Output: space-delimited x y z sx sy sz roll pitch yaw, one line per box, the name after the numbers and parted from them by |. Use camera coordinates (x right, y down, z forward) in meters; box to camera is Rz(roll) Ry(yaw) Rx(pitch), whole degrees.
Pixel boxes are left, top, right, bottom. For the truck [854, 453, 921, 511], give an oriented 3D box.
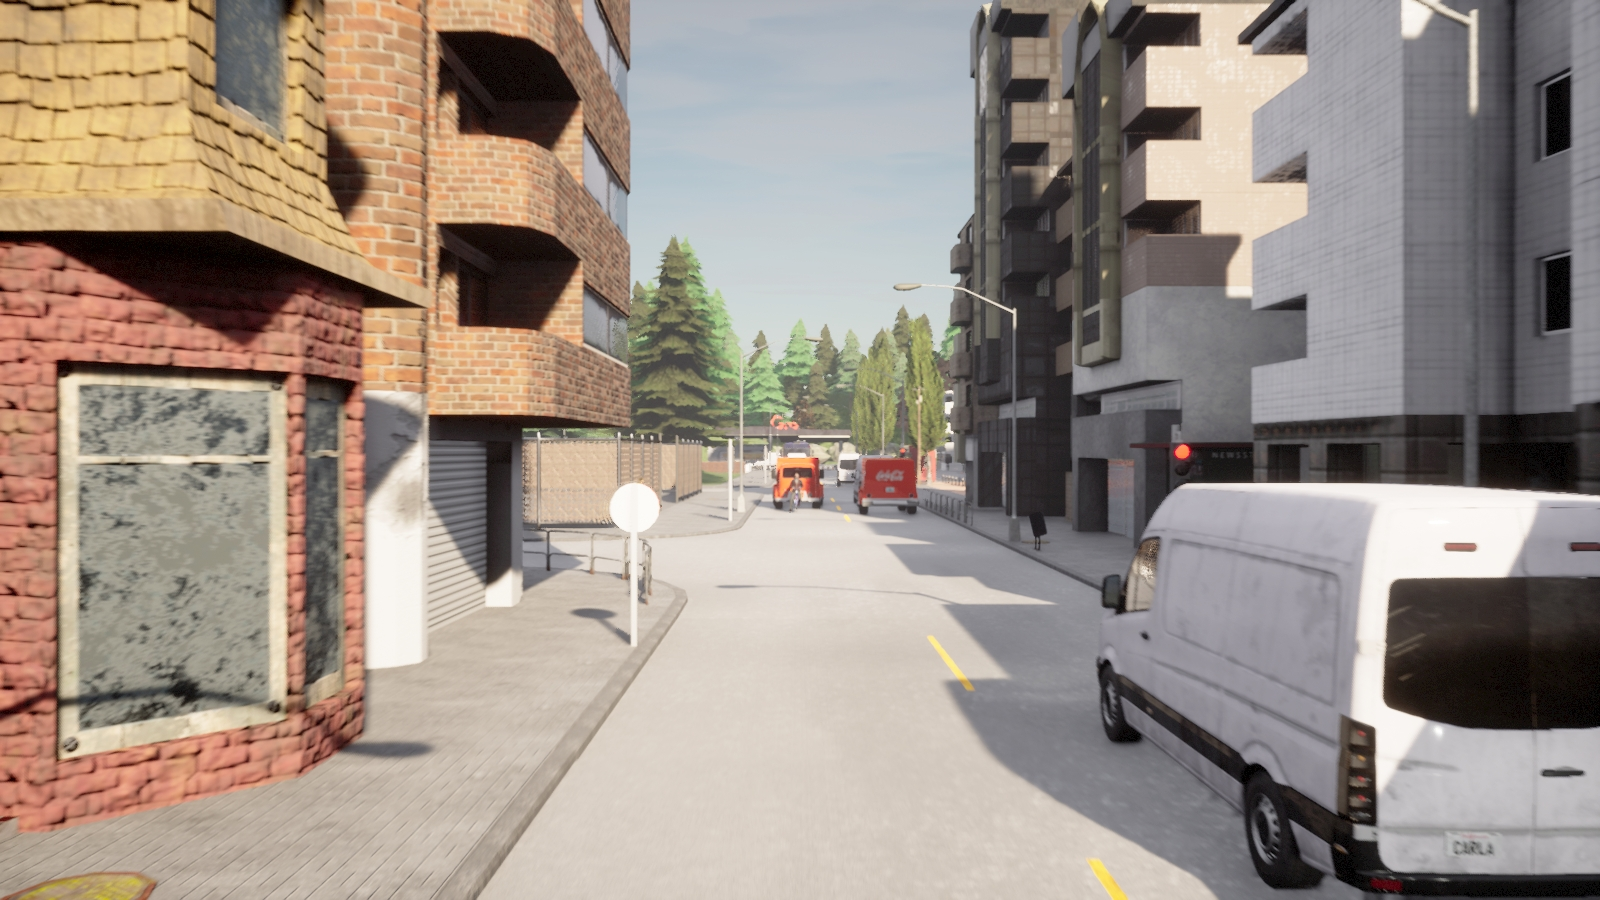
3.858 1.367 51.494 2.627 2.467 5.204 0 0 0 | truck

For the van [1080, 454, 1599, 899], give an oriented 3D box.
3.962 1.318 9.129 1.988 2.561 5.915 0 0 0 | van

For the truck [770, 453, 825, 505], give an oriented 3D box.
-0.103 1.367 56.420 2.627 2.467 5.204 0 0 0 | truck

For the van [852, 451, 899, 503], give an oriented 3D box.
3.825 1.334 58.813 1.988 2.561 5.915 0 0 0 | van
